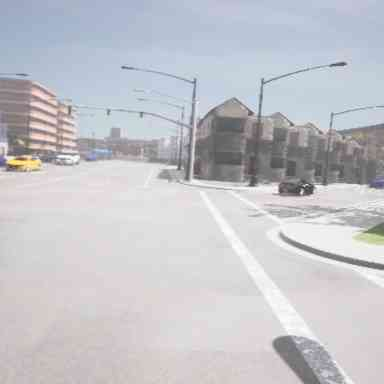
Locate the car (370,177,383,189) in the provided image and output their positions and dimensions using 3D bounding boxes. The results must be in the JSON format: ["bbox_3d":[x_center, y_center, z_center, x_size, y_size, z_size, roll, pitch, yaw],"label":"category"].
[{"bbox_3d":[30.688,-1.315,54.483,1.882,1.535,5.008,8,6,40],"label":"car"}]

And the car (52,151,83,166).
[{"bbox_3d":[-17.941,-4.931,48.350,2.150,2.045,5.566,4,7,-5],"label":"car"}]

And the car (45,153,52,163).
[{"bbox_3d":[-21.666,-5.199,50.754,1.837,1.490,4.892,4,7,-5],"label":"car"}]

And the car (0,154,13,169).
[{"bbox_3d":[-20.174,-3.122,33.680,1.812,1.442,4.674,3,6,-5],"label":"car"}]

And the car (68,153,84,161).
[{"bbox_3d":[-22.996,-6.926,66.123,1.812,1.442,4.674,3,6,-6],"label":"car"}]

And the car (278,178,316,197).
[{"bbox_3d":[9.056,-0.402,28.425,1.837,1.490,4.892,8,6,39],"label":"car"}]

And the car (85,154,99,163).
[{"bbox_3d":[-19.319,-6.531,64.256,1.882,1.535,5.008,4,6,-5],"label":"car"}]

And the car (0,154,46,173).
[{"bbox_3d":[-16.602,-2.842,32.981,1.882,1.535,5.008,3,6,-5],"label":"car"}]
